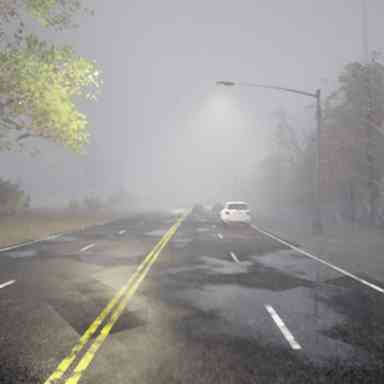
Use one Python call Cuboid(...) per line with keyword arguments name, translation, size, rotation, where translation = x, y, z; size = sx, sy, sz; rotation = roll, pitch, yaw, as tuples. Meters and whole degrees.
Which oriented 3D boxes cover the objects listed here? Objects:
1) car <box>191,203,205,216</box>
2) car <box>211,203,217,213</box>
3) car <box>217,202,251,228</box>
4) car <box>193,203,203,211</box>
Cuboid(name="car", translation=(0.820, 2.529, 46.751), size=(2.033, 1.411, 5.357), rotation=(1, -1, 2))
Cuboid(name="car", translation=(4.205, 2.565, 54.332), size=(2.033, 1.649, 4.856), rotation=(2, -1, 2))
Cuboid(name="car", translation=(3.608, 1.864, 28.256), size=(2.150, 2.045, 5.566), rotation=(2, -1, 2))
Cuboid(name="car", translation=(1.270, 2.814, 63.664), size=(1.812, 1.442, 4.674), rotation=(1, -1, 2))
